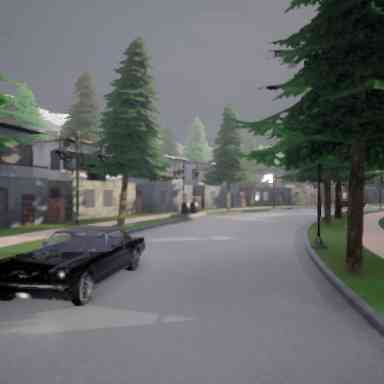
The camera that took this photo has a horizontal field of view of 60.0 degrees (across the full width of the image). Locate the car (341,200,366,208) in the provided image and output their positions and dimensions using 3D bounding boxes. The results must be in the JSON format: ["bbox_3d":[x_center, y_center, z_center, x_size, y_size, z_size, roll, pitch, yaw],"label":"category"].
[{"bbox_3d":[24.443,1.776,50.796,4.718,1.301,1.895,0,0,-34],"label":"car"}]

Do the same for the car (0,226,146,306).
[{"bbox_3d":[-2.707,1.579,8.221,1.895,1.301,4.718,0,0,10],"label":"car"}]
